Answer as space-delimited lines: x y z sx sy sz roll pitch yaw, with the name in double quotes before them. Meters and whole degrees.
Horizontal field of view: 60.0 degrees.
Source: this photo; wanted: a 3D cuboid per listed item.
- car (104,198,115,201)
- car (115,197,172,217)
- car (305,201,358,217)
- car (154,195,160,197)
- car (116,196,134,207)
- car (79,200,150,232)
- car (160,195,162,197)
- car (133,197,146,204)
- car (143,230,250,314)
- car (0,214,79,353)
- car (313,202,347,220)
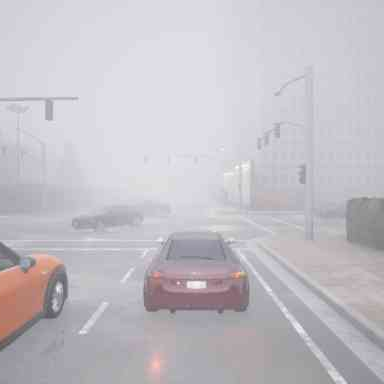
"car" -10.535 1.491 43.553 2.128 1.511 4.902 0 0 1
"car" -4.425 1.502 31.456 5.008 1.535 1.882 0 0 0
"car" 13.150 1.619 31.467 4.181 1.385 1.994 0 0 0
"car" -6.995 1.505 56.093 1.837 1.490 4.892 0 0 0
"car" -10.508 1.477 52.701 1.882 1.535 5.008 0 0 0
"car" -5.133 1.508 20.603 1.882 1.535 5.008 -1 0 32
"car" -6.914 1.352 66.890 2.097 1.767 4.553 0 0 0
"car" -10.414 1.601 66.525 1.895 1.301 4.718 0 0 0
"car" 0.090 1.564 7.720 1.994 1.385 4.181 0 0 0
"car" -3.432 1.352 4.547 2.097 1.767 4.553 0 0 1
"car" 12.847 1.581 27.947 4.674 1.442 1.812 0 0 0
